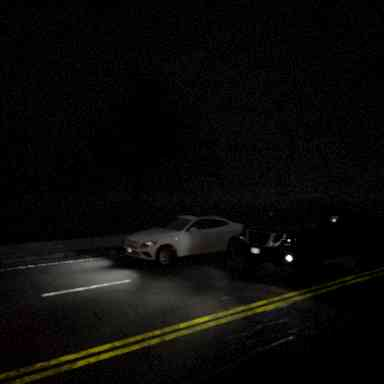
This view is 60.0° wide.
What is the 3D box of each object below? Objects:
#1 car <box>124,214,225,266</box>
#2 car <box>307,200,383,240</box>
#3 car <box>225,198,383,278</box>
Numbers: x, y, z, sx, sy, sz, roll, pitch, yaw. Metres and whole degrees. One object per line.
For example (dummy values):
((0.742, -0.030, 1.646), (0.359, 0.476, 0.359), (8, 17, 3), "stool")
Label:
((-0.033, 1.521, 11.652), (4.674, 1.442, 1.812), (0, 0, -36), "car")
((8.418, 1.334, 17.661), (4.553, 1.767, 2.097), (0, 0, -35), "car")
((3.926, 1.211, 10.491), (5.566, 2.045, 2.150), (0, 0, -36), "car")
